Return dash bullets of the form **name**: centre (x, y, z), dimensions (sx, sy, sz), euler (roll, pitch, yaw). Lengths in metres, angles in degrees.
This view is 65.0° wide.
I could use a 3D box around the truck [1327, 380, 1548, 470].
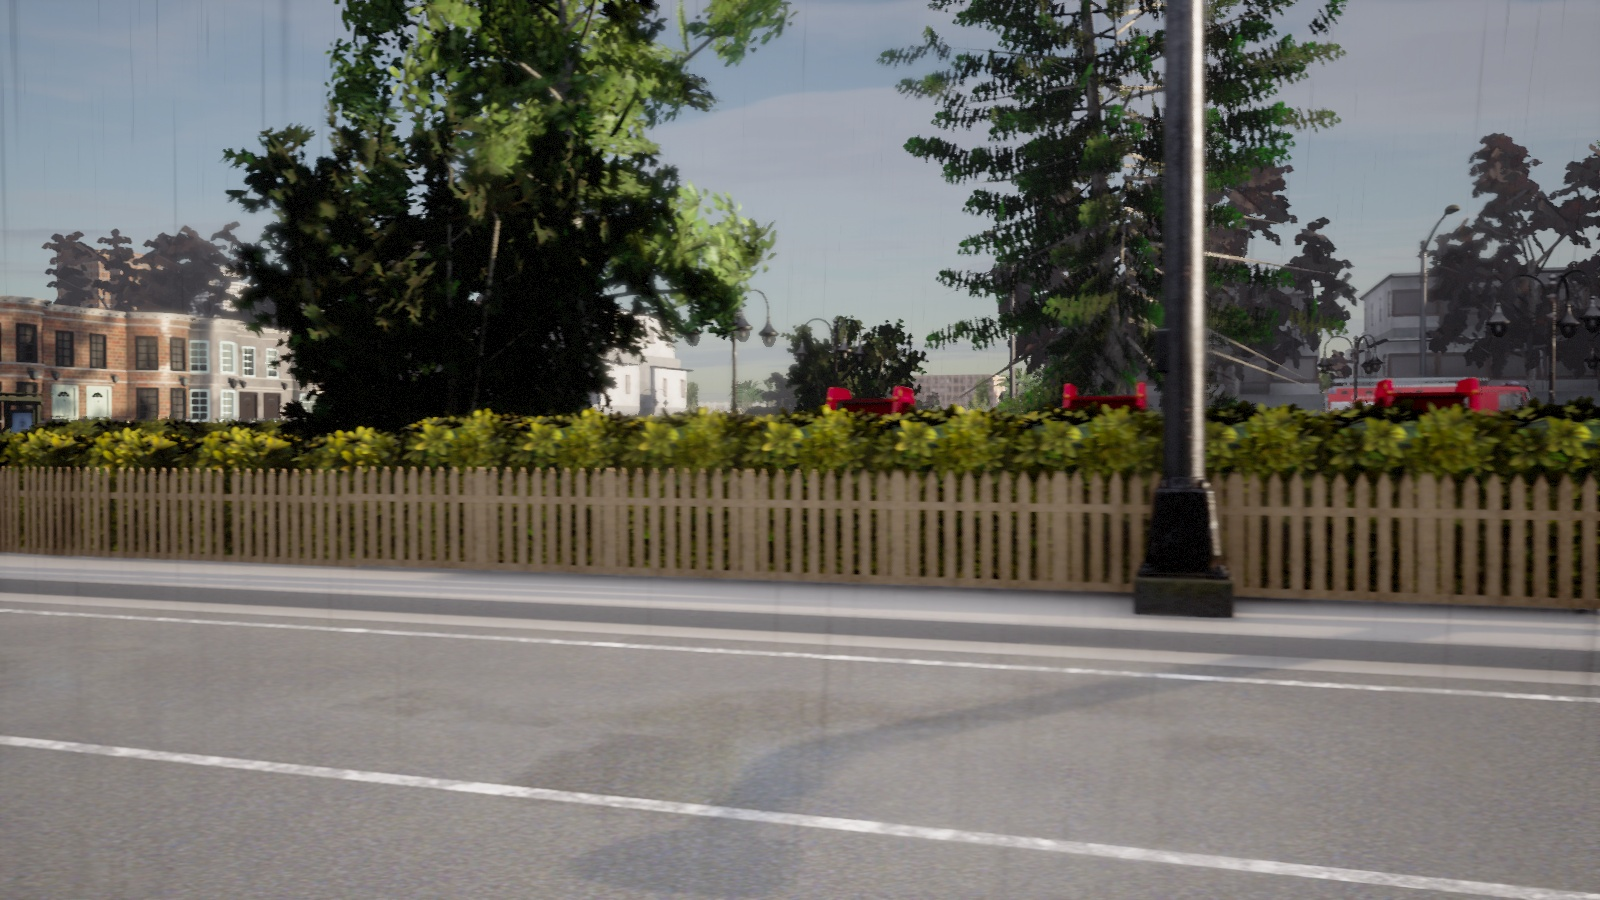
- **truck**: centre (28.360, -1.136, 56.355), dimensions (8.468, 3.827, 2.891), euler (1, 1, 19)
